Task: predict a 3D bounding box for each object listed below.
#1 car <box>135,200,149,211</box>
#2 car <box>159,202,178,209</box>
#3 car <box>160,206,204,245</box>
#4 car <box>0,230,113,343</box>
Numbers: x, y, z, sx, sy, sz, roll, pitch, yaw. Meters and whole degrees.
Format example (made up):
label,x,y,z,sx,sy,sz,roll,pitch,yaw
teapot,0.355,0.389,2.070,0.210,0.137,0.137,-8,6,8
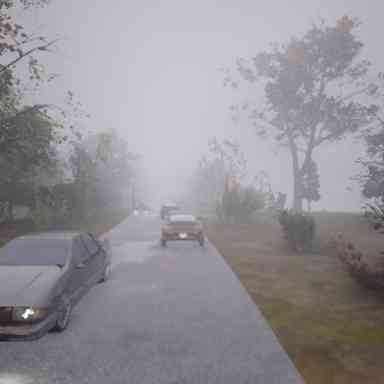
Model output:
label,x,y,z,sx,sy,sz,roll,pitch,yaw
car,-7.613,1.951,50.647,2.097,1.767,4.553,1,-1,-8
car,-2.253,1.773,33.522,1.882,1.535,5.008,0,-1,-7
car,-0.492,1.601,15.739,1.812,1.442,4.674,0,-1,-3
car,-3.004,1.567,7.033,2.033,1.411,5.357,0,0,-2
